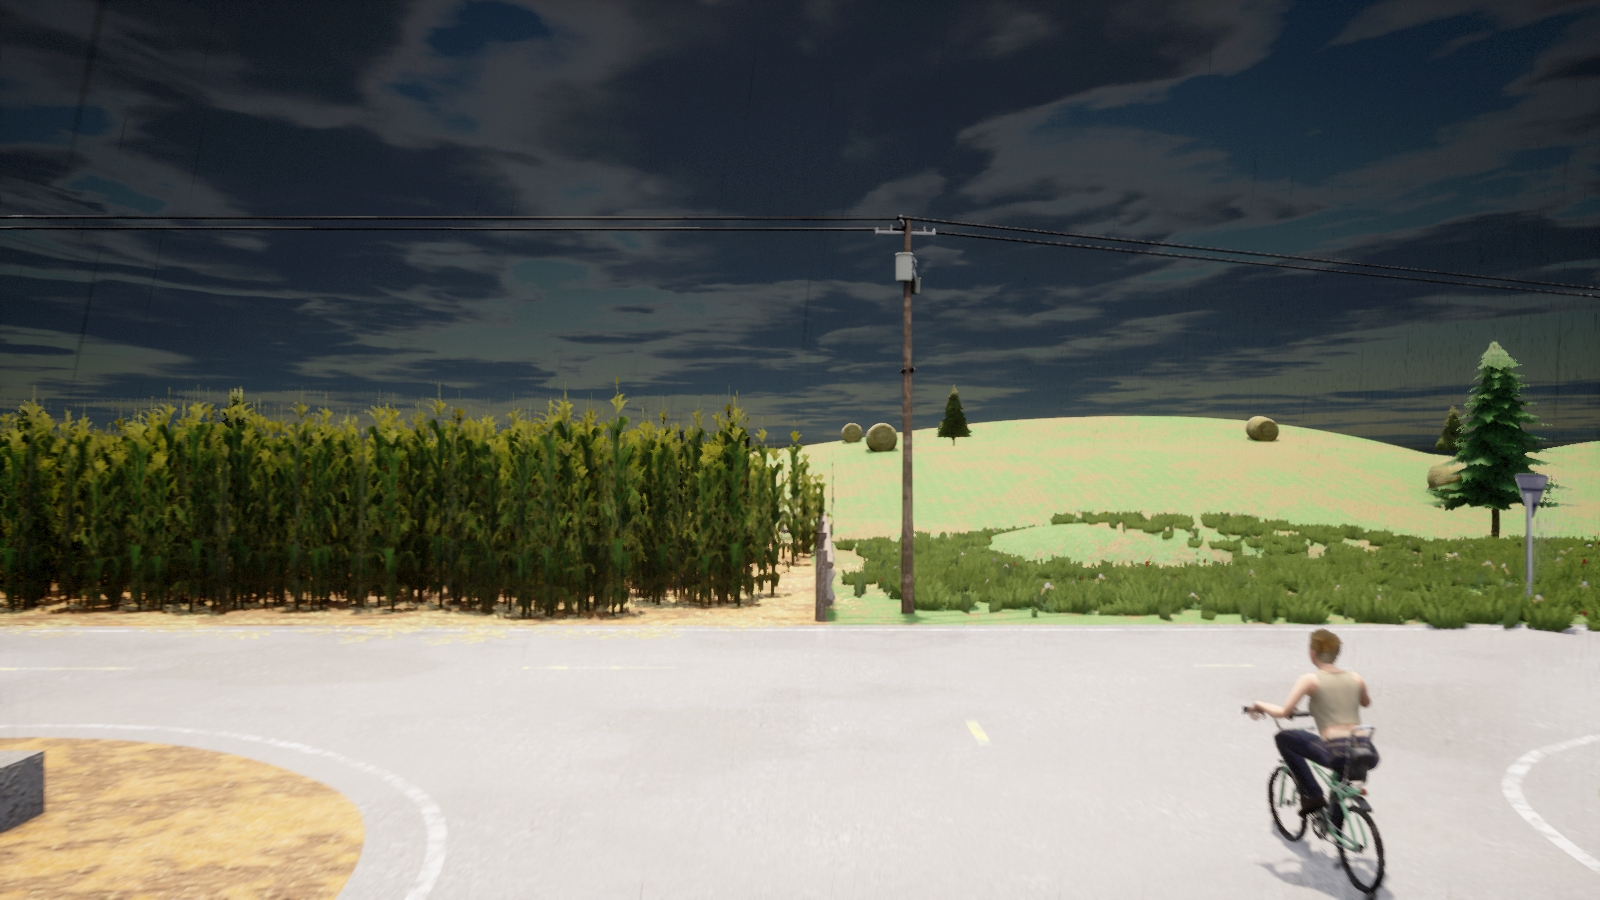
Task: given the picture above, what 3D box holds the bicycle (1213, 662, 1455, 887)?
[{"bbox_3d":[3.532,2.119,7.720,0.859,1.080,1.487,-1,-1,-3],"label":"bicycle"}]
